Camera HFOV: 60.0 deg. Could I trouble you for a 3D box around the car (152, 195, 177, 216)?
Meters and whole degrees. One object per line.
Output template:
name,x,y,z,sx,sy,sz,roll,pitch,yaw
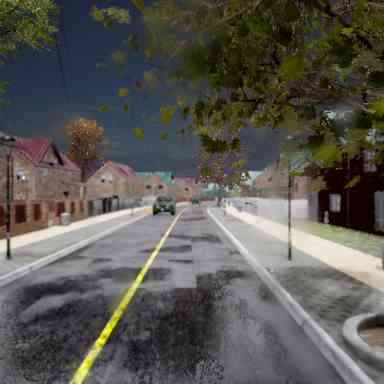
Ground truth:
car,-2.782,1.381,34.509,2.150,2.045,5.566,1,-1,1

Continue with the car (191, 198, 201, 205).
car,0.813,2.059,71.300,1.837,1.490,4.892,0,-1,5
